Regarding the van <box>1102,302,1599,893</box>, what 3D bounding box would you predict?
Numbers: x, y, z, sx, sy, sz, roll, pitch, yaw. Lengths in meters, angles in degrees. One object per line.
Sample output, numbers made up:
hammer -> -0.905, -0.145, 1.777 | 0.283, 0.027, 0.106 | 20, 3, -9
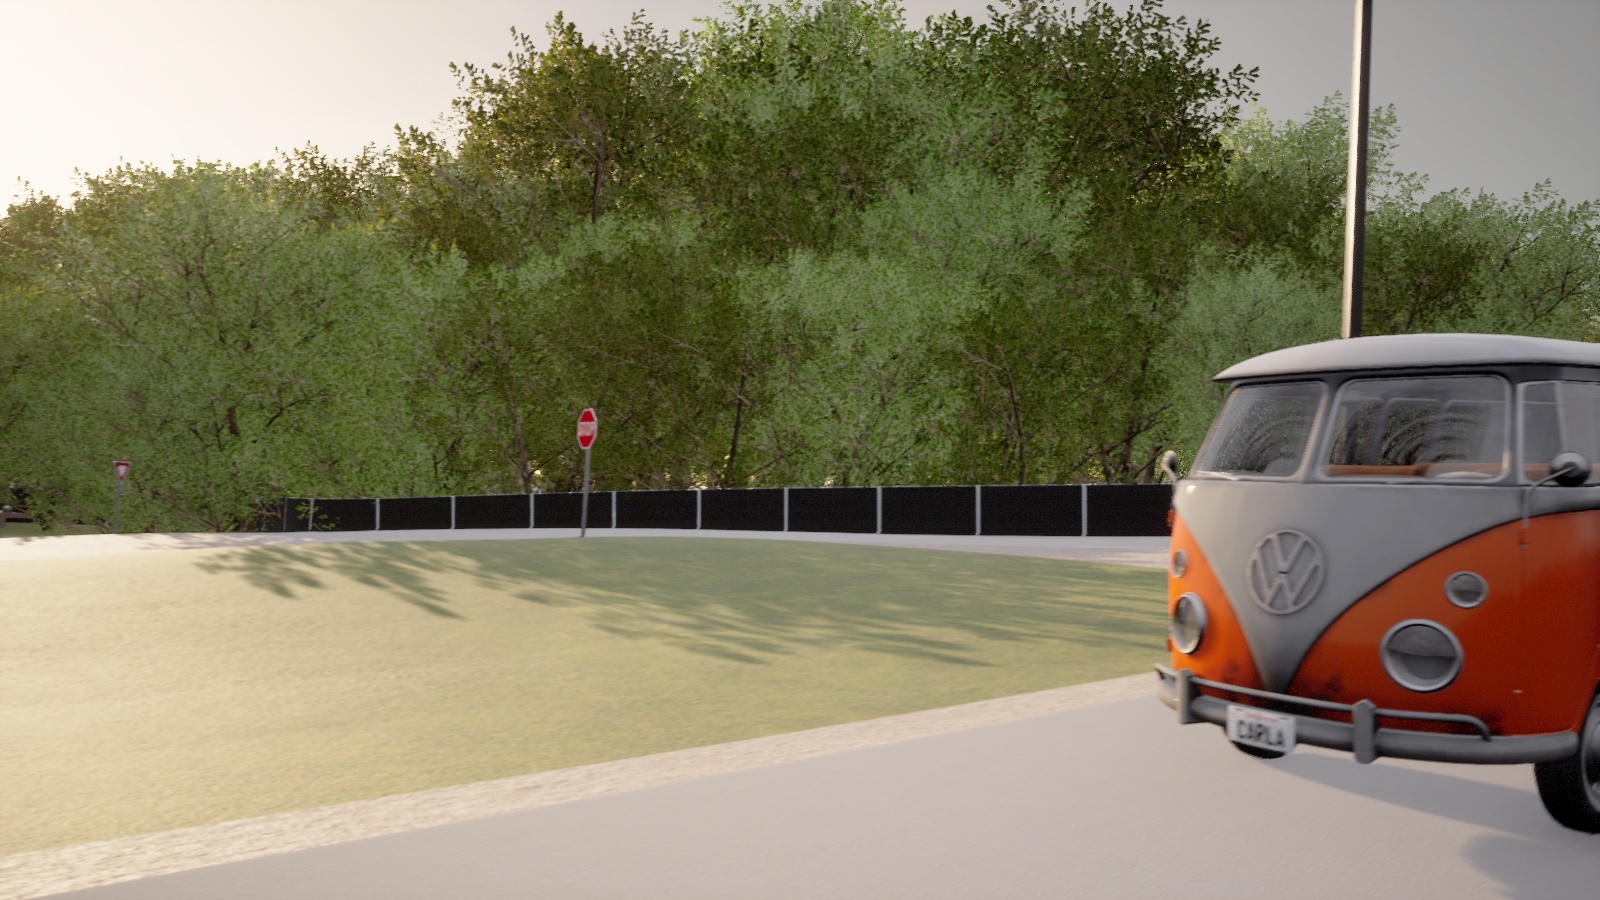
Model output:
van -> 3.704, 0.476, 6.218 | 4.442, 1.987, 1.775 | -1, 0, -35
